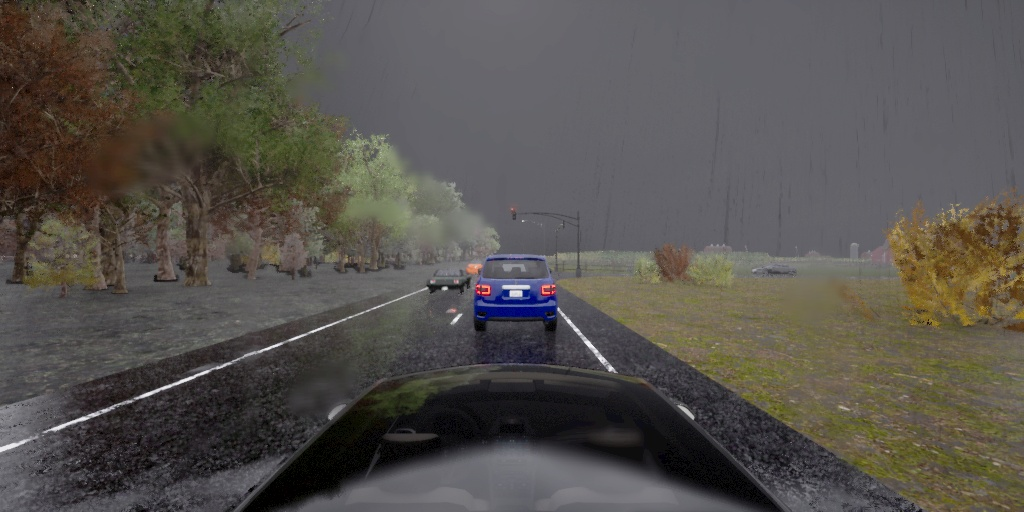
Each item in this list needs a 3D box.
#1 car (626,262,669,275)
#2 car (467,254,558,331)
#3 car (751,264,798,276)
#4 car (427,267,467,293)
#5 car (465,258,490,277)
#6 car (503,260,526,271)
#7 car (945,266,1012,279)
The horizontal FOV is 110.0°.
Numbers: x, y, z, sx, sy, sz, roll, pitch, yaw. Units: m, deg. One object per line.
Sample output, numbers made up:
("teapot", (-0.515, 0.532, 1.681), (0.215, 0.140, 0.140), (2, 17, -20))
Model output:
("car", (16.284, 1.478, 43.129), (4.902, 1.511, 2.128), (1, -1, 2))
("car", (0.088, 0.974, 11.080), (2.150, 2.045, 5.566), (0, 0, 0))
("car", (31.420, 1.643, 43.006), (4.902, 1.511, 2.128), (1, -1, 0))
("car", (-3.424, 1.355, 20.508), (1.895, 1.301, 4.718), (0, 0, 0))
("car", (-3.448, 1.108, 36.906), (2.097, 1.767, 4.553), (0, 0, 0))
("car", (0.306, 1.302, 52.462), (2.033, 1.411, 5.357), (0, 0, -14))
("car", (50.971, 1.851, 39.316), (5.357, 1.411, 2.033), (1, -1, 1))
